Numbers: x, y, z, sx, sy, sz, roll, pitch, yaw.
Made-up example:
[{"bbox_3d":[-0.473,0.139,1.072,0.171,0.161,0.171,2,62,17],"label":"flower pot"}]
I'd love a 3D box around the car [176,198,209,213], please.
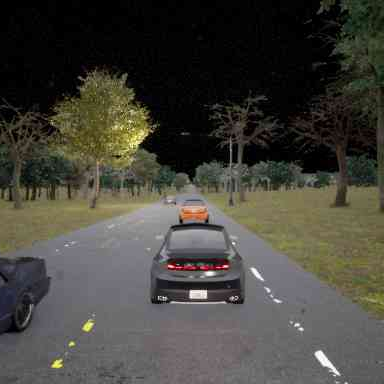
[{"bbox_3d":[0.149,1.321,25.050,2.097,1.767,4.553,0,0,0],"label":"car"}]

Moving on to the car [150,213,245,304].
[{"bbox_3d":[0.116,1.502,8.112,1.837,1.490,4.892,0,0,0],"label":"car"}]

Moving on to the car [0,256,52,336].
[{"bbox_3d":[-3.592,1.547,4.053,2.033,1.411,5.357,0,0,0],"label":"car"}]

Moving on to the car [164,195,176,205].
[{"bbox_3d":[-3.404,1.306,53.077,2.128,1.511,4.902,0,0,0],"label":"car"}]
